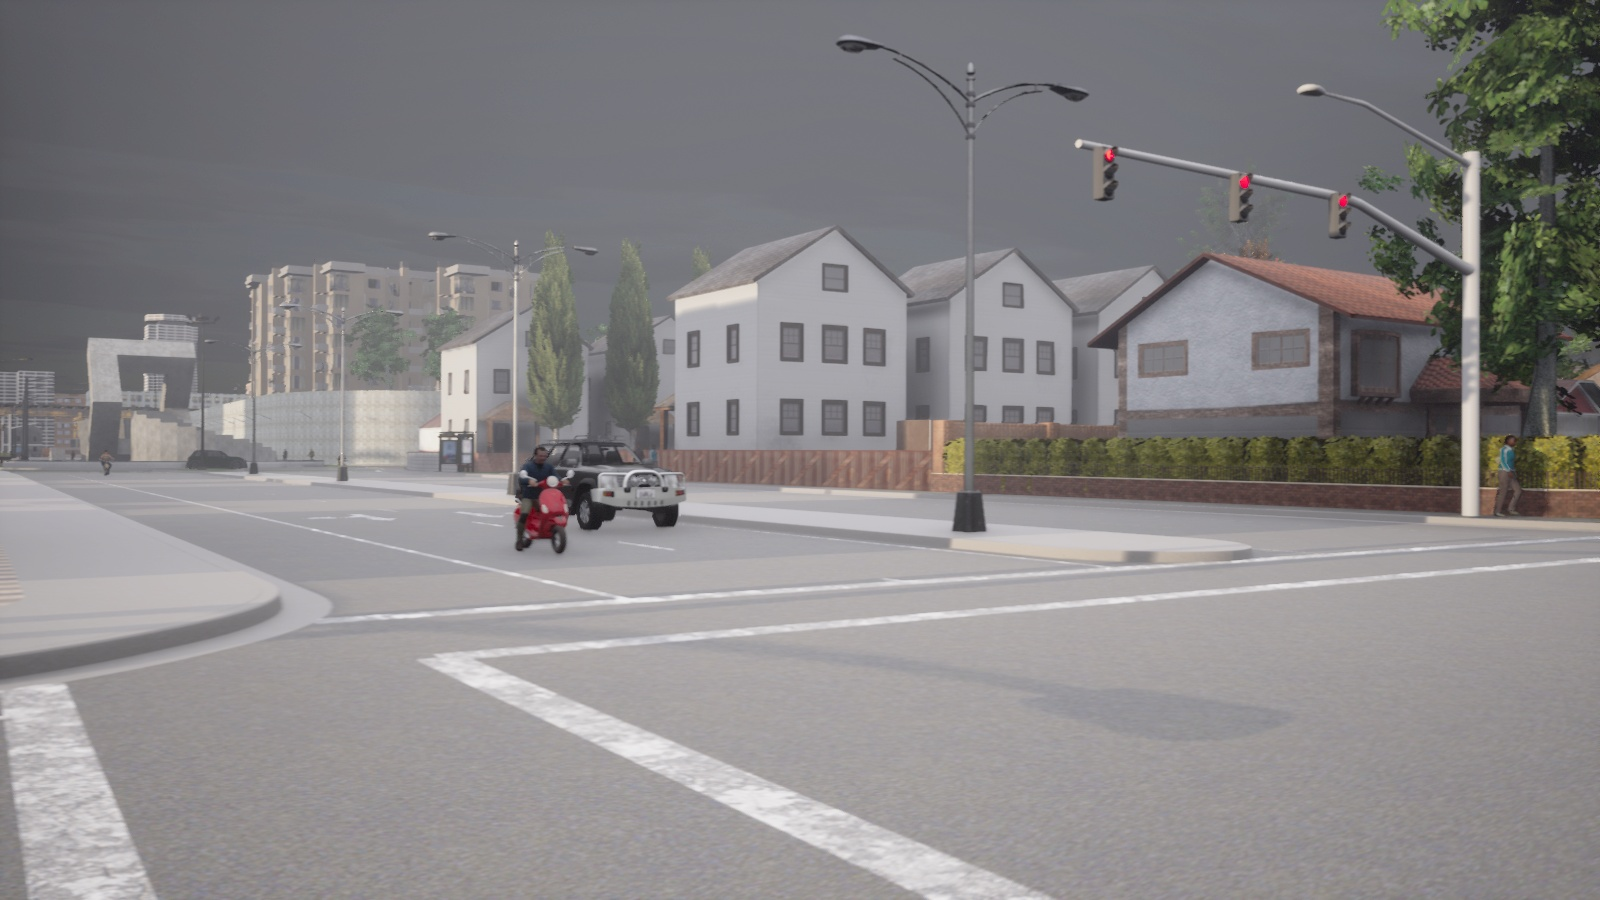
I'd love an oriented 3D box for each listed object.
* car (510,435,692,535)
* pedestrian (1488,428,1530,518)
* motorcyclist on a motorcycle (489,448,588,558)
[{"bbox_3d":[-4.172,0.651,25.709,1.932,1.855,4.605,0,0,-34],"label":"car"},{"bbox_3d":[15.481,0.489,27.422,0.396,1.930,0.692,0,0,-33],"label":"pedestrian"},{"bbox_3d":[-4.006,0.766,19.159,0.866,1.590,1.817,0,0,-34],"label":"motorcyclist on a motorcycle"}]
